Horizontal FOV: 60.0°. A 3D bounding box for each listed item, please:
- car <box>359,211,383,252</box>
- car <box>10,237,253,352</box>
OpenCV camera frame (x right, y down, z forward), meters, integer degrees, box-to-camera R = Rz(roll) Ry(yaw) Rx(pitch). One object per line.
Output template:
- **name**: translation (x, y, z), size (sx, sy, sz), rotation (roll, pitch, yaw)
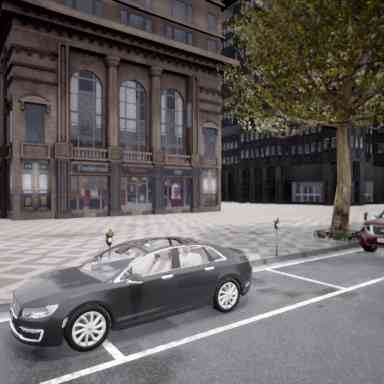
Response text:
- **car**: translation (8.425, 1.315, 12.657), size (5.009, 1.841, 2.192), rotation (0, 0, -35)
- **car**: translation (-0.819, 1.551, 6.065), size (4.403, 1.369, 2.008), rotation (0, 0, -35)
